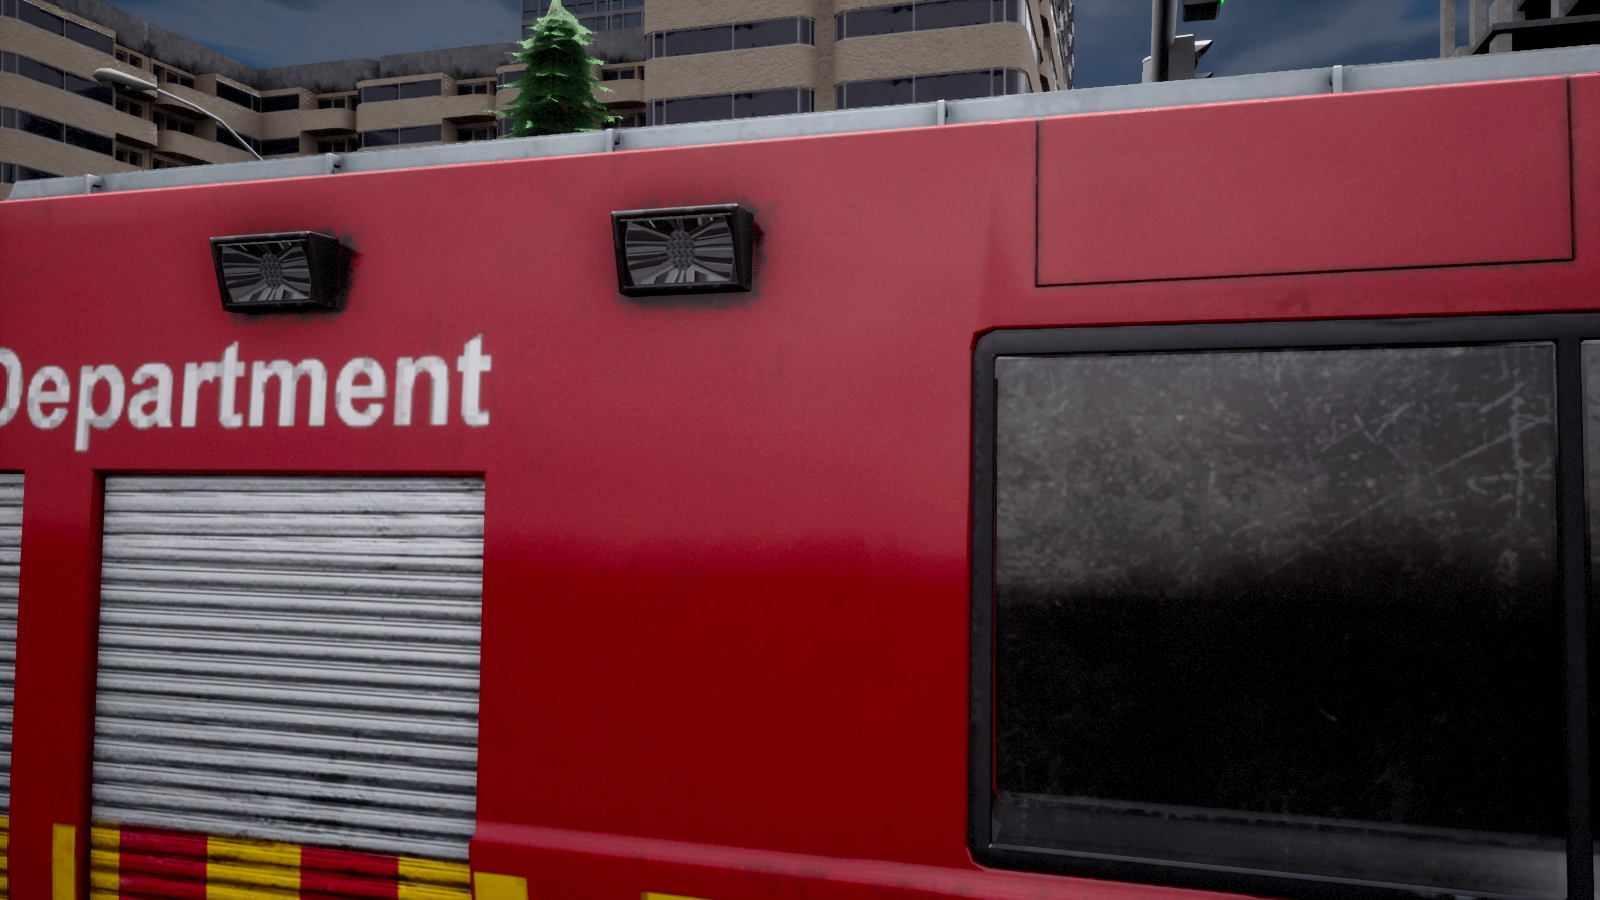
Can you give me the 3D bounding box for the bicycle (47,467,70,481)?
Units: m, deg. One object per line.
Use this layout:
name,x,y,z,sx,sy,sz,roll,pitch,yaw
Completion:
bicycle,-65.141,2.102,100.377,1.487,1.276,0.859,0,0,15

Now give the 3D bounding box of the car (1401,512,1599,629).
car,12.484,2.037,20.491,2.038,1.542,4.974,0,0,16
